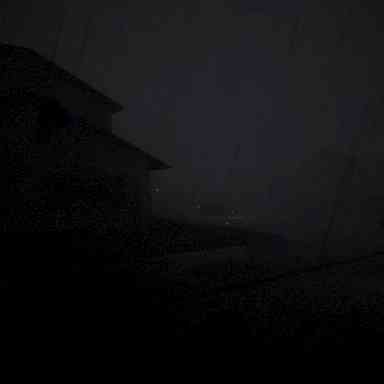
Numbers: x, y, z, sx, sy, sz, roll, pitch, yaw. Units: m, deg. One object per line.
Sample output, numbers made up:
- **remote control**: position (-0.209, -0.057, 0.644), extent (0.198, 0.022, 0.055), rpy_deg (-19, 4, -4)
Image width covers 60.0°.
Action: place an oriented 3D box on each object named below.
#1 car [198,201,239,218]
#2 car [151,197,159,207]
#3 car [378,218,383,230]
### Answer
- **car**: position (2.399, 1.558, 30.668), extent (1.994, 1.385, 4.181), rpy_deg (0, 0, -35)
- **car**: position (-6.771, 1.519, 50.817), extent (1.812, 1.442, 4.674), rpy_deg (0, 0, -36)
- **car**: position (11.339, 1.596, 15.582), extent (1.895, 1.301, 4.718), rpy_deg (0, 0, -16)
